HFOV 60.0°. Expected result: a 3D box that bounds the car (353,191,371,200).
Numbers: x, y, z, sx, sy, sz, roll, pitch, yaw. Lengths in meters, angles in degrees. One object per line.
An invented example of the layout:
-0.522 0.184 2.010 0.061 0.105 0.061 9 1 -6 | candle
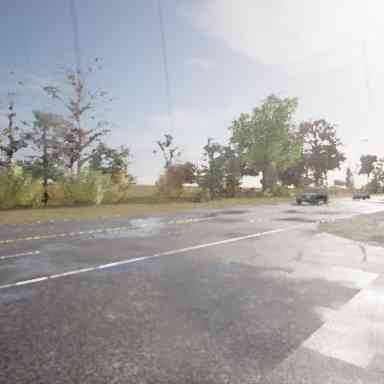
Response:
27.692 0.586 54.150 1.837 1.490 4.892 0 1 42 | car

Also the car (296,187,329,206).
14.370 0.482 39.411 2.150 2.045 5.566 0 1 42 | car
